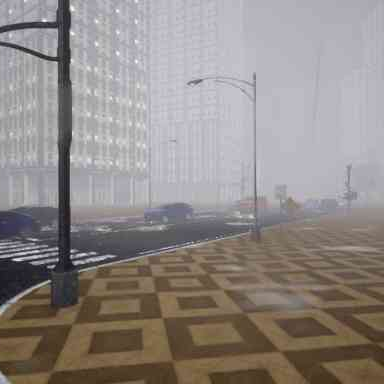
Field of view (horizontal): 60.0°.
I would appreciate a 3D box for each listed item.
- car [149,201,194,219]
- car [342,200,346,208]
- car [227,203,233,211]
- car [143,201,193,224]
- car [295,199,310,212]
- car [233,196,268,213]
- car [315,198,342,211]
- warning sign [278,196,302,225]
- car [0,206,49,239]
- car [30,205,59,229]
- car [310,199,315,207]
[{"bbox_3d":[-1.933,1.718,32.752,1.837,1.490,4.892,0,-1,34],"label":"car"},{"bbox_3d":[24.402,1.965,55.237,1.895,1.301,4.718,0,0,30],"label":"car"},{"bbox_3d":[6.600,1.835,45.368,1.812,1.442,4.674,0,0,34],"label":"car"},{"bbox_3d":[-1.855,1.646,27.096,1.882,1.535,5.008,0,-1,34],"label":"car"},{"bbox_3d":[13.860,1.898,44.380,1.895,1.301,4.718,0,-1,33],"label":"car"},{"bbox_3d":[7.596,1.495,41.011,2.150,2.045,5.566,0,0,34],"label":"car"},{"bbox_3d":[19.244,1.663,46.754,2.097,1.767,4.553,0,0,32],"label":"car"},{"bbox_3d":[6.783,1.251,22.979,1.300,1.860,1.060,0,0,34],"label":"warning sign"},{"bbox_3d":[-9.581,1.601,15.773,1.812,1.442,4.674,0,-1,34],"label":"car"},{"bbox_3d":[-10.274,1.622,20.719,1.837,1.490,4.892,0,0,37],"label":"car"},{"bbox_3d":[19.081,1.831,52.776,1.882,1.535,5.008,0,0,31],"label":"car"}]
